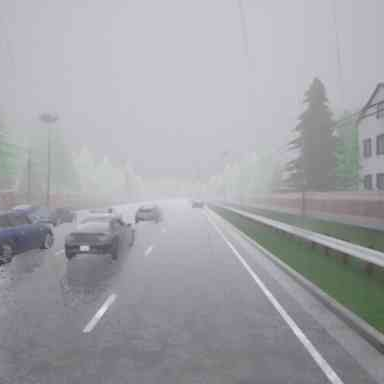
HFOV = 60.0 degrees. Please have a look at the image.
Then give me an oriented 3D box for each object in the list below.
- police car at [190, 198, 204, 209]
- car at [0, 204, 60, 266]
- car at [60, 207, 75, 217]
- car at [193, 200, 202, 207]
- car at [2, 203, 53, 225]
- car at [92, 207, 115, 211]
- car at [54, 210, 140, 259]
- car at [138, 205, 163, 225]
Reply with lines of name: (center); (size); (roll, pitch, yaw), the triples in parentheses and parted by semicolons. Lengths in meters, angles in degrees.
police car: (1.030, 2.068, 57.910); (1.930, 1.638, 5.238); (0, -1, 0)
car: (-6.962, 1.488, 12.304); (2.097, 1.767, 4.553); (0, -1, 1)
car: (-10.489, 1.827, 25.207); (2.033, 1.411, 5.357); (0, -1, 0)
car: (1.027, 2.278, 67.798); (1.812, 1.442, 4.674); (0, -1, 0)
car: (-13.958, 1.794, 28.586); (1.882, 1.535, 5.008); (0, 0, 0)
car: (-6.974, 1.898, 26.776); (1.895, 1.301, 4.718); (0, -1, 1)
car: (-3.454, 1.671, 13.083); (1.812, 1.442, 4.674); (0, 0, 1)
car: (-3.467, 1.796, 27.395); (2.128, 1.511, 4.902); (0, -1, 1)
